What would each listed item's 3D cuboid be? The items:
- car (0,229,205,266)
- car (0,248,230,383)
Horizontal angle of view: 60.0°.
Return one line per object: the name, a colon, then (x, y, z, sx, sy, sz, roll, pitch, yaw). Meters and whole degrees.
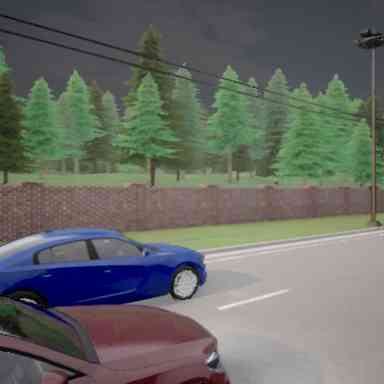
car: (-1.972, 1.476, 6.638, 5.008, 1.535, 1.882, 0, 0, -35)
car: (-1.830, 1.526, 2.459, 4.674, 1.442, 1.812, 0, 0, -36)
